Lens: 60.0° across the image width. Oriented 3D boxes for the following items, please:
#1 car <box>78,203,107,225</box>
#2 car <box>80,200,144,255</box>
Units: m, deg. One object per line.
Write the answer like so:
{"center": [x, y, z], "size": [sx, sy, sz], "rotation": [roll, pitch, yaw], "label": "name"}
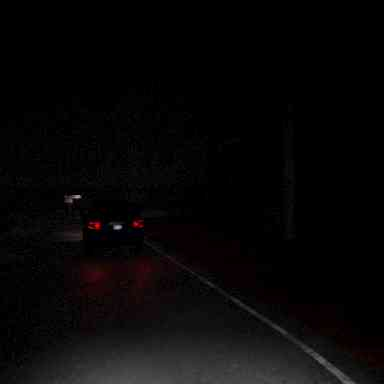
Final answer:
{"center": [-8.470, 1.812, 28.748], "size": [2.128, 1.511, 4.902], "rotation": [-1, 0, -14], "label": "car"}
{"center": [-3.544, 1.370, 14.387], "size": [2.150, 2.045, 5.566], "rotation": [0, 0, -19], "label": "car"}
